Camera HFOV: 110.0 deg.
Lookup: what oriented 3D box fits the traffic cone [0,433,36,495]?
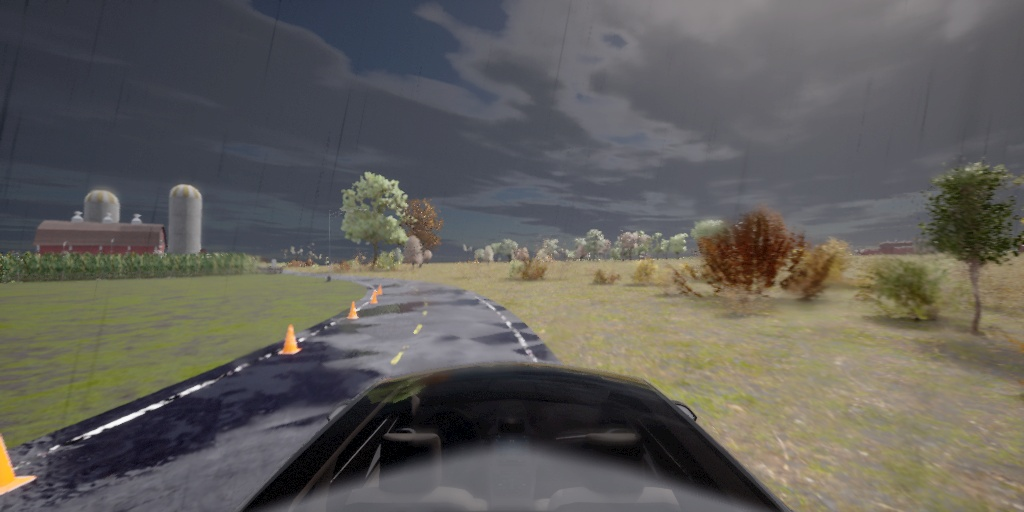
[{"bbox_3d":[-4.524,1.747,3.114,0.340,0.580,0.340,0,0,-2],"label":"traffic cone"}]

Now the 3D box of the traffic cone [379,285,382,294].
[{"bbox_3d":[-8.089,2.049,21.984,0.340,0.580,0.340,0,0,-19],"label":"traffic cone"}]

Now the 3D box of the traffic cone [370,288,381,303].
[{"bbox_3d":[-6.680,1.966,17.376,0.340,0.580,0.340,0,0,-15],"label":"traffic cone"}]

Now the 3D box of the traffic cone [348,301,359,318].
[{"bbox_3d":[-5.612,1.888,12.680,0.340,0.580,0.340,0,0,-11],"label":"traffic cone"}]

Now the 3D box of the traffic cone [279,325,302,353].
[{"bbox_3d":[-4.892,1.814,7.917,0.340,0.580,0.340,0,0,-6],"label":"traffic cone"}]
